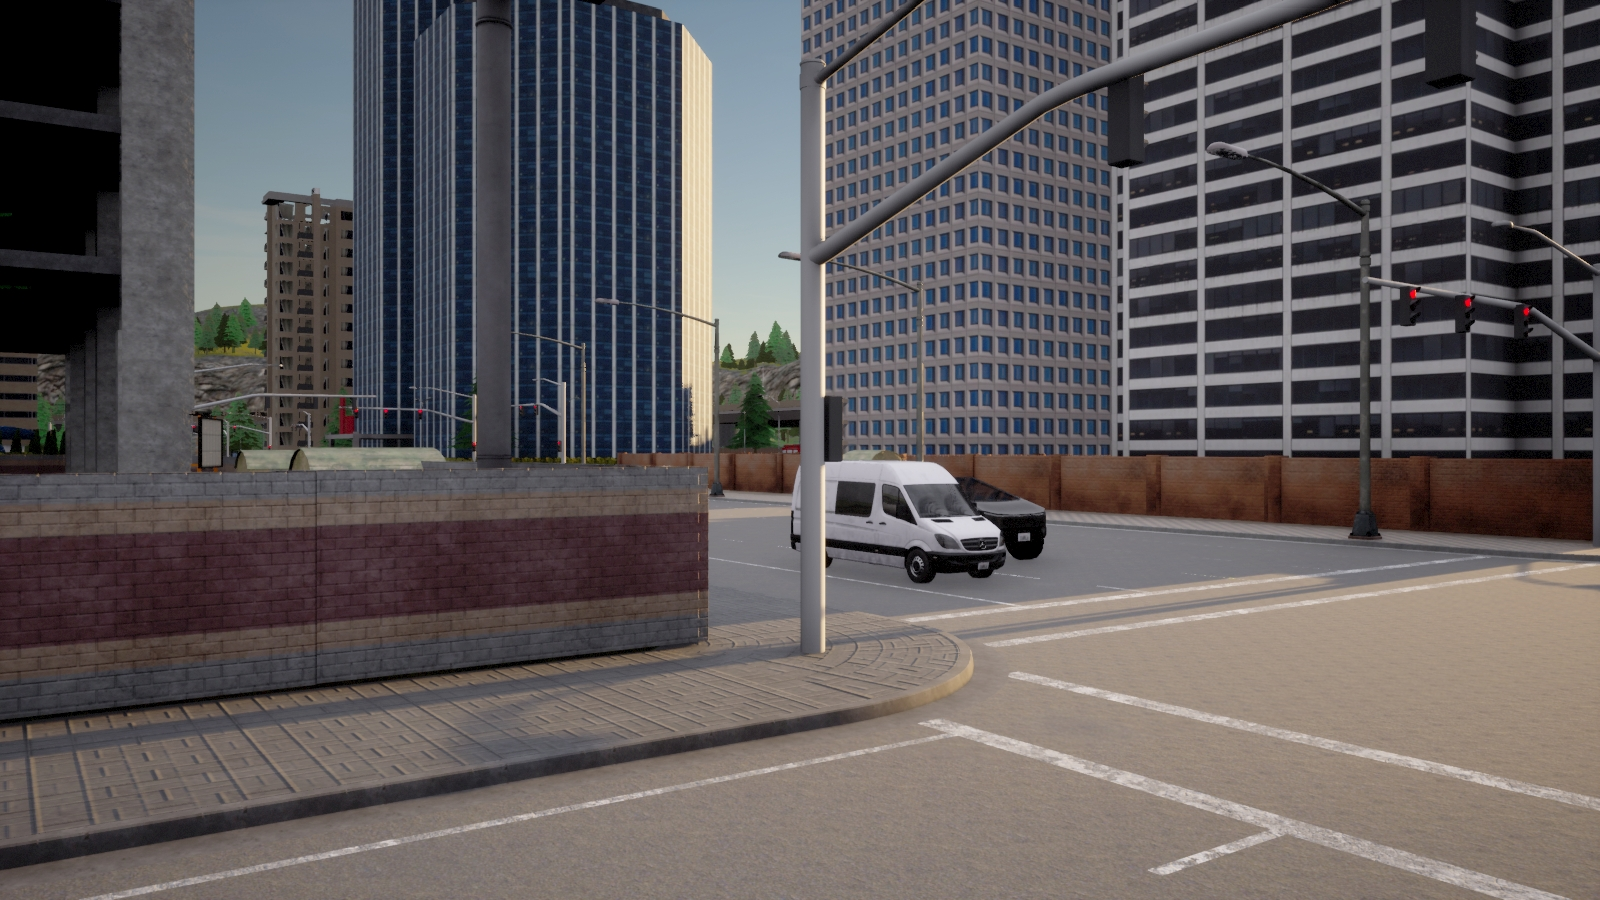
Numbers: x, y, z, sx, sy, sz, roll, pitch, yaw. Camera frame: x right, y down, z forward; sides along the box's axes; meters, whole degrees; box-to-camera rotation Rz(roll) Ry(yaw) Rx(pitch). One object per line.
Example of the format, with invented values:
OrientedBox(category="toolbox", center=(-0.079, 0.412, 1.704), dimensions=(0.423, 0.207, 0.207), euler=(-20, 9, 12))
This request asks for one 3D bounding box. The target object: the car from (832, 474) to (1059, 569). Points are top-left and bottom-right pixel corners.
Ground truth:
OrientedBox(category="car", center=(3.654, 1.752, 30.193), dimensions=(2.390, 2.098, 6.274), euler=(0, 0, -35))

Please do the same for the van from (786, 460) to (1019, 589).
OrientedBox(category="van", center=(2.162, 1.533, 26.216), dimensions=(1.988, 2.561, 5.915), euler=(0, 0, -35))
